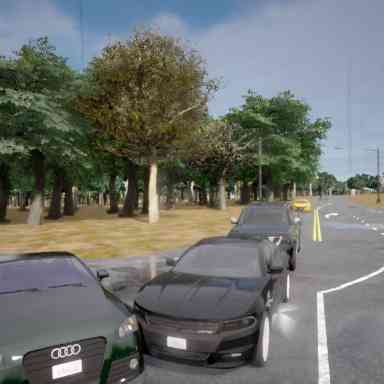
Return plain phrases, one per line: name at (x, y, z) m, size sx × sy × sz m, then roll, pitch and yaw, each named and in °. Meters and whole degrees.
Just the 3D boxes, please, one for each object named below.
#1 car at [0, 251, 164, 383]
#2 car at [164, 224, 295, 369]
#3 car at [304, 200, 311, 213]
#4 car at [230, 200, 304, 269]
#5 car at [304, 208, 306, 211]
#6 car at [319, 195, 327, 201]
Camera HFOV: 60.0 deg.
car at (-2.323, 1.643, 5.002) m, size 1.994 × 1.385 × 4.181 m, roll 2°, pitch -2°, yaw -33°
car at (0.720, 1.614, 6.306) m, size 1.882 × 1.535 × 5.008 m, roll -1°, pitch -2°, yaw 21°
car at (13.770, 1.704, 41.626) m, size 1.882 × 1.535 × 5.008 m, roll -1°, pitch 0°, yaw 22°
car at (2.828, 1.460, 12.451) m, size 2.150 × 2.045 × 5.566 m, roll -2°, pitch 0°, yaw 20°
car at (5.043, 1.775, 18.359) m, size 1.895 × 1.301 × 4.718 m, roll -1°, pitch 0°, yaw 21°
car at (35.112, 1.568, 88.974) m, size 1.812 × 1.442 × 4.674 m, roll -1°, pitch 0°, yaw 21°
